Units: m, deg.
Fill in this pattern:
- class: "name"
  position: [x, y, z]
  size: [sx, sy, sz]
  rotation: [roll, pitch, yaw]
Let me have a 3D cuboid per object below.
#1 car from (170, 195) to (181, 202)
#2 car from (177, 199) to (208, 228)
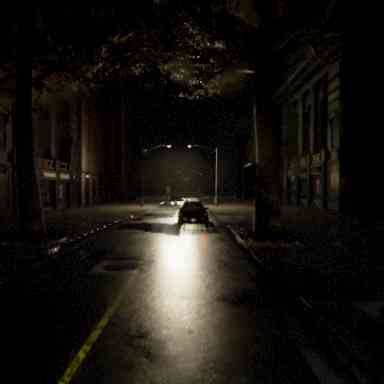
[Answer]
- class: "car"
  position: [-3.085, 1.230, 64.113]
  size: [1.994, 1.385, 4.181]
  rotation: [0, 0, 0]
- class: "car"
  position: [0.067, 1.406, 21.262]
  size: [1.812, 1.442, 4.674]
  rotation: [0, 0, 0]
